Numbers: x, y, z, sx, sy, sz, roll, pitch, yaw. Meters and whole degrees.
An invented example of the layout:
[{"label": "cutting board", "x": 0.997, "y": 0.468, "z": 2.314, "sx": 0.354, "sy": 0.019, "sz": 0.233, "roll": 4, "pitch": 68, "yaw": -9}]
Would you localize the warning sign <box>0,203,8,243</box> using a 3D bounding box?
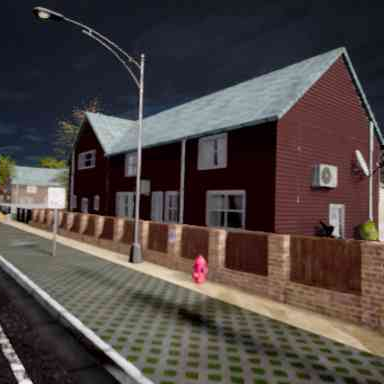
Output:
[{"label": "warning sign", "x": -9.469, "y": 1.423, "z": 15.548, "sx": 1.300, "sy": 1.860, "sz": 1.060, "roll": 3, "pitch": -3, "yaw": -38}]
